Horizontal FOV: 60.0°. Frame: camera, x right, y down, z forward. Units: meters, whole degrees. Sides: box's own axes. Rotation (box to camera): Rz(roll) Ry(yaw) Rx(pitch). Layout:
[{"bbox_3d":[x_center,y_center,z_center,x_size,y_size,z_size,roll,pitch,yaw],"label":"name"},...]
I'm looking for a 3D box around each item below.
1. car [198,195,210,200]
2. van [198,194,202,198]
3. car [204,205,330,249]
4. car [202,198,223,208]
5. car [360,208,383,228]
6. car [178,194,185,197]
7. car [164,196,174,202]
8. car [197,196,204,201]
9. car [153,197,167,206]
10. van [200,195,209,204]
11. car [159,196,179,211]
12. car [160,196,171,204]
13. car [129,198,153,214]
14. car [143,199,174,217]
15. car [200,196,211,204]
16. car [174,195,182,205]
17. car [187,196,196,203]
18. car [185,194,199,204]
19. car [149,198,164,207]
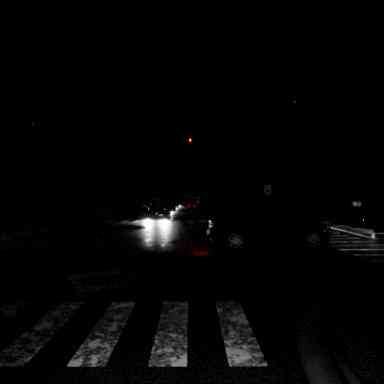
[{"bbox_3d":[2.449,1.634,52.620,1.947,1.339,4.313,0,0,0],"label":"car"},{"bbox_3d":[2.466,1.421,58.130,1.690,1.788,3.998,0,0,0],"label":"van"},{"bbox_3d":[3.122,1.460,13.863,5.008,1.535,1.882,0,0,0],"label":"car"},{"bbox_3d":[2.399,1.604,36.087,1.947,1.339,4.313,0,0,0],"label":"car"},{"bbox_3d":[13.058,1.456,20.587,4.892,1.490,1.837,0,0,0],"label":"car"},{"bbox_3d":[-2.962,1.581,62.009,2.128,1.511,4.902,0,0,1],"label":"car"},{"bbox_3d":[-5.493,1.690,80.197,2.008,1.369,4.403,0,0,0],"label":"car"},{"bbox_3d":[2.152,1.693,90.056,1.812,1.442,4.674,0,0,0],"label":"car"},{"bbox_3d":[-5.559,1.631,58.154,2.008,1.369,4.403,0,0,0],"label":"car"},{"bbox_3d":[2.498,1.449,69.152,1.690,1.788,3.998,0,0,0],"label":"van"},{"bbox_3d":[-3.066,1.612,41.944,1.994,1.385,4.181,0,0,1],"label":"car"},{"bbox_3d":[-5.526,1.548,69.176,1.967,1.590,4.097,0,0,0],"label":"car"},{"bbox_3d":[-5.625,1.478,36.112,1.967,1.590,4.097,0,0,0],"label":"car"},{"bbox_3d":[-3.119,1.633,31.989,1.895,1.301,4.718,0,0,1],"label":"car"},{"bbox_3d":[2.433,1.639,47.109,1.802,1.307,4.206,0,0,0],"label":"car"},{"bbox_3d":[-3.036,1.630,51.929,1.994,1.385,4.181,0,0,0],"label":"car"},{"bbox_3d":[-0.116,1.675,74.015,1.994,1.385,4.181,0,0,0],"label":"car"},{"bbox_3d":[-0.051,1.585,63.859,2.128,1.511,4.902,0,0,0],"label":"car"},{"bbox_3d":[-5.576,1.650,52.643,1.802,1.307,4.206,0,0,0],"label":"car"}]
